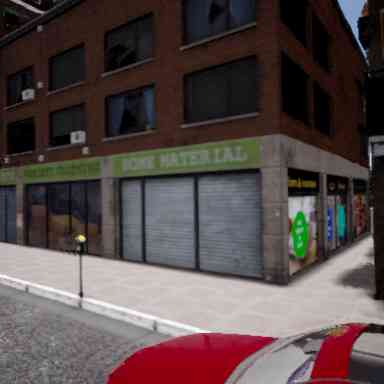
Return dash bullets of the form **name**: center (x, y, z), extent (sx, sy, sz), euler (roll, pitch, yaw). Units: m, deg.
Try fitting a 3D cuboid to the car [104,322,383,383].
- **car**: center (1.131, 1.584, 2.078), extent (4.206, 1.307, 1.802), euler (-1, -1, 36)
